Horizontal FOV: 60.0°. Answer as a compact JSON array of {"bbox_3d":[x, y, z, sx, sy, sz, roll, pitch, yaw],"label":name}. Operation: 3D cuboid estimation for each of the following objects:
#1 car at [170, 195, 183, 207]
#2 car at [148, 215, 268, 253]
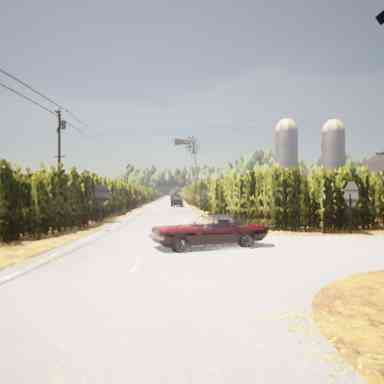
[{"bbox_3d":[-2.539,1.626,55.395,1.882,1.535,5.008,0,-1,-4],"label":"car"},{"bbox_3d":[0.637,1.638,13.746,4.718,1.301,1.895,0,0,-22],"label":"car"}]
